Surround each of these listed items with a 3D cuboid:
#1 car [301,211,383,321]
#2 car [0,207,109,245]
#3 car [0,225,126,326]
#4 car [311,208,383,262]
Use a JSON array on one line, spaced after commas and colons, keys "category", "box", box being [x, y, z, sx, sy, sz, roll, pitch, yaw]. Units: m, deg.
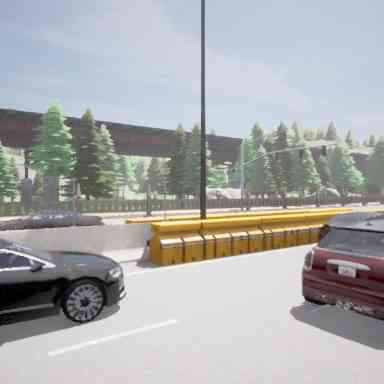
[{"category": "car", "box": [4.342, 1.353, 6.844, 4.553, 1.767, 2.097, 0, 0, -36]}, {"category": "car", "box": [-7.006, 1.547, 16.141, 5.357, 1.411, 2.033, 0, 0, -35]}, {"category": "car", "box": [-3.542, 1.492, 5.520, 4.902, 1.511, 2.128, 0, 0, -35]}, {"category": "car", "box": [6.913, 1.506, 12.978, 4.892, 1.490, 1.837, -1, 0, -36]}]
